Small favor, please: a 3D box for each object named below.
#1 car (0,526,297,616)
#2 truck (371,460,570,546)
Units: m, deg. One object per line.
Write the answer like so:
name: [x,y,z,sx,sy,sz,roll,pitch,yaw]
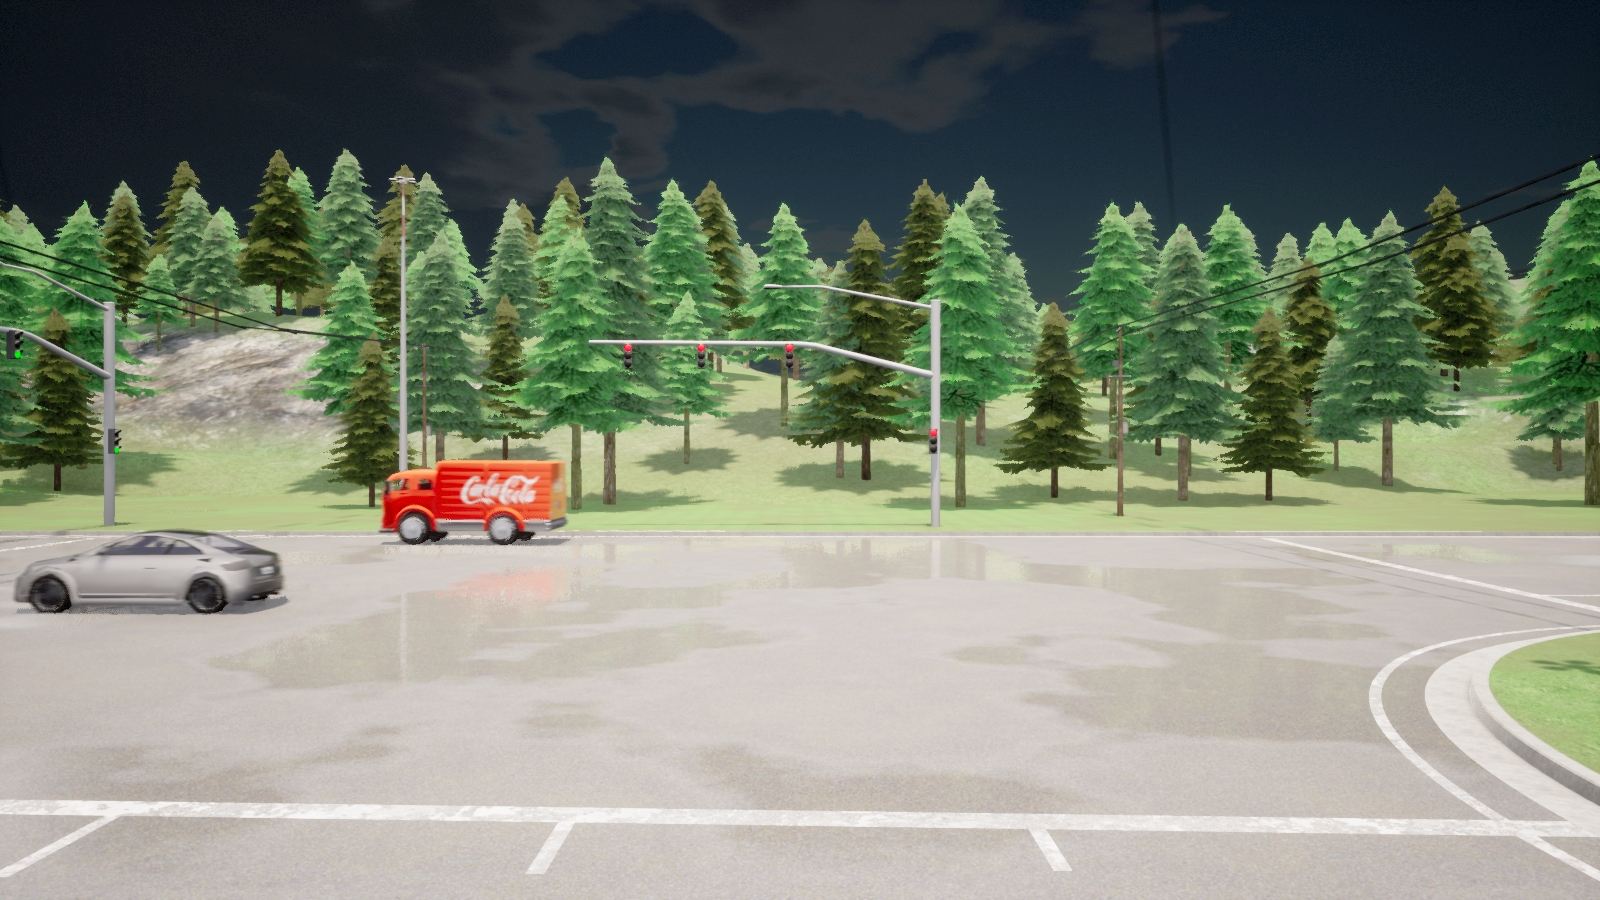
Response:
car: [-11.463,2.105,20.307,4.181,1.385,1.994,0,0,0]
truck: [-9.786,1.546,34.296,5.204,2.467,2.627,0,0,0]
